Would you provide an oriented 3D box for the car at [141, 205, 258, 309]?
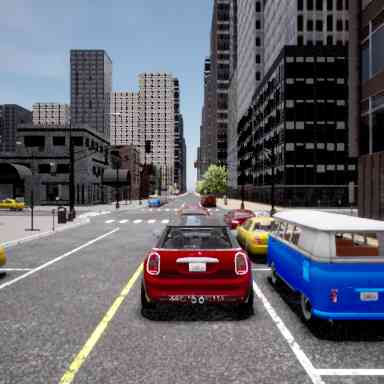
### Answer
[{"bbox_3d":[0.094,1.352,8.027,2.097,1.767,4.553,0,0,0],"label":"car"}]

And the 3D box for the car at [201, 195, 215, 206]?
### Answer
[{"bbox_3d":[2.652,1.380,56.125,2.192,1.841,5.009,0,0,0],"label":"car"}]

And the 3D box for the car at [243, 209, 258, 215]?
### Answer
[{"bbox_3d":[2.679,1.527,12.720,1.752,1.417,4.829,0,0,0],"label":"car"}]

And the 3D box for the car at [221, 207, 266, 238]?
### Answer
[{"bbox_3d":[2.676,1.587,18.213,1.802,1.307,4.206,0,0,0],"label":"car"}]

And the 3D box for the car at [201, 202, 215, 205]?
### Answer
[{"bbox_3d":[0.089,1.482,17.233,1.882,1.535,5.008,0,0,0],"label":"car"}]

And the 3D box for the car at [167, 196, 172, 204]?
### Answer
[{"bbox_3d":[-5.734,1.529,67.166,1.967,1.590,4.097,0,0,0],"label":"car"}]

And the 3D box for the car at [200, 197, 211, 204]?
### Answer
[{"bbox_3d":[2.647,1.655,67.173,1.947,1.339,4.313,0,0,0],"label":"car"}]

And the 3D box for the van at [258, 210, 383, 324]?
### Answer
[{"bbox_3d":[2.683,1.341,6.886,1.690,1.788,3.998,0,0,0],"label":"van"}]

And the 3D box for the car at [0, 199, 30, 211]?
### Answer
[{"bbox_3d":[-21.432,1.469,38.415,4.829,1.417,1.752,0,0,0],"label":"car"}]

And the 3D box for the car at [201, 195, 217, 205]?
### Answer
[{"bbox_3d":[2.655,1.369,50.601,2.192,1.841,5.009,0,0,0],"label":"car"}]

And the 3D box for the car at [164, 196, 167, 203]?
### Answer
[{"bbox_3d":[-5.727,1.505,56.117,1.967,1.590,4.097,0,0,0],"label":"car"}]

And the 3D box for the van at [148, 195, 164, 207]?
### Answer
[{"bbox_3d":[-5.724,1.395,50.594,1.690,1.788,3.998,0,0,0],"label":"van"}]

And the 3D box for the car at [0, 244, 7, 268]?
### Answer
[{"bbox_3d":[-5.697,1.525,6.711,1.752,1.417,4.829,0,0,0],"label":"car"}]

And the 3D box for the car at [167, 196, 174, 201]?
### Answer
[{"bbox_3d":[-5.747,1.673,89.091,1.752,1.417,4.829,0,0,0],"label":"car"}]
